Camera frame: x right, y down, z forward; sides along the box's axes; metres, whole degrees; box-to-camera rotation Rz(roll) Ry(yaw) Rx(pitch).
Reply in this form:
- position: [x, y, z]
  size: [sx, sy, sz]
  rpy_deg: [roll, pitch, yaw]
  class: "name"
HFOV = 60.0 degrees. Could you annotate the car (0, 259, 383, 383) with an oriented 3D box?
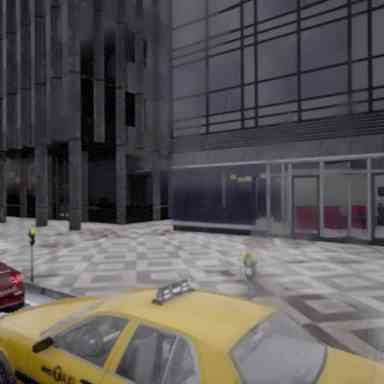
- position: [-0.382, 1.540, 3.244]
  size: [4.829, 1.417, 1.752]
  rpy_deg: [-1, 0, 36]
  class: "car"
